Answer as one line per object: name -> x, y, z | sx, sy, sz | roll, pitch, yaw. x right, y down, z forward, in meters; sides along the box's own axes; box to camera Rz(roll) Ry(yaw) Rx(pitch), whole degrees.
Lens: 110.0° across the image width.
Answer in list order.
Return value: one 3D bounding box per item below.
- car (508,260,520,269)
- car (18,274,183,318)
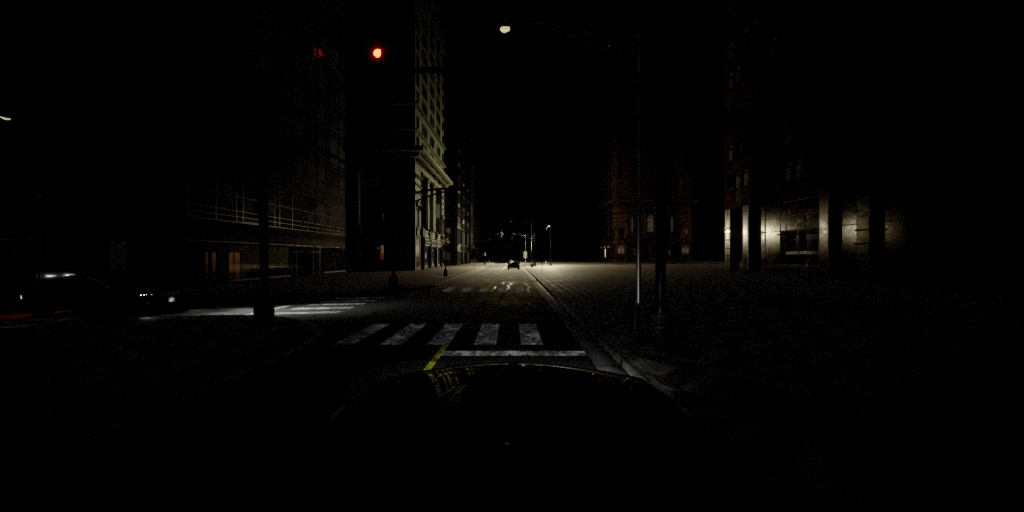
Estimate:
car -> 0.252, 1.309, 55.315 | 2.033, 1.411, 5.357 | 0, 0, 0
car -> -15.556, 1.454, 13.737 | 4.902, 1.511, 2.128 | -1, 0, -1
